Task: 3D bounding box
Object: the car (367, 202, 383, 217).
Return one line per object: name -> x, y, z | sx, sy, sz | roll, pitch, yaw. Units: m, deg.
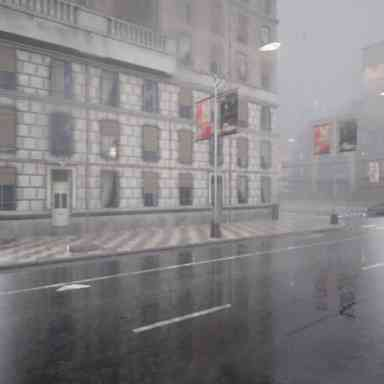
car -> 17.308, 1.542, 28.462 | 1.994, 1.385, 4.181 | 0, 0, -27
